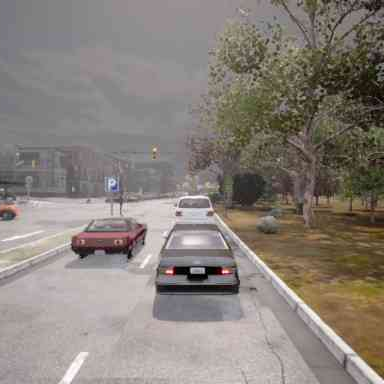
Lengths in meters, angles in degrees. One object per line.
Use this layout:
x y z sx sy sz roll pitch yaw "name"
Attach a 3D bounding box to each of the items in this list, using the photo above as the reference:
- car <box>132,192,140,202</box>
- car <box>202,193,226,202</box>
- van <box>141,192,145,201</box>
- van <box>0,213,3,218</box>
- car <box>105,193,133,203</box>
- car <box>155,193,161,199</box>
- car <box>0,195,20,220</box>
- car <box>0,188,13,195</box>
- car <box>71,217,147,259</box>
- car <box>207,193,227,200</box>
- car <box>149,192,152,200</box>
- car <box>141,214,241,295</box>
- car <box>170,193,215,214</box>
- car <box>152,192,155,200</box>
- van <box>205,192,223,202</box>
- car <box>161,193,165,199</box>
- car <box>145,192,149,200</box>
-13.841 1.316 67.838 5.366 1.575 1.946 -1 0 -15 "car"
4.624 1.143 70.421 4.553 1.767 2.185 1 0 -14 "car"
-13.285 1.094 73.830 4.442 1.987 1.878 -1 0 -14 "van"
-16.617 1.298 24.060 4.442 1.987 1.878 -1 0 -19 "van"
-14.483 1.359 64.845 4.792 1.488 2.163 -1 0 -15 "car"
-11.507 1.358 88.782 4.674 1.452 2.002 -1 0 -12 "car"
-16.643 1.405 27.038 4.553 1.767 2.185 -1 0 -19 "car"
-31.198 0.138 55.703 2.002 1.452 4.674 6 -3 -19 "car"
-2.891 1.616 12.705 1.895 1.301 4.718 0 0 0 "car"
6.406 1.130 85.122 4.553 1.767 2.185 1 0 -12 "car"
-12.688 1.360 79.797 4.674 1.452 2.002 -1 0 -13 "car"
0.102 1.556 8.874 2.033 1.411 5.357 0 0 0 "car"
0.141 1.246 19.123 2.150 2.045 5.566 0 0 0 "car"
-12.318 1.360 82.799 4.674 1.452 2.002 -1 0 -13 "car"
4.242 1.044 67.451 4.442 1.987 1.878 1 0 -14 "van"
-11.058 1.066 91.788 5.566 2.045 2.435 -1 0 -12 "car"
-13.059 1.322 76.802 4.892 1.521 2.231 -1 0 -14 "car"
